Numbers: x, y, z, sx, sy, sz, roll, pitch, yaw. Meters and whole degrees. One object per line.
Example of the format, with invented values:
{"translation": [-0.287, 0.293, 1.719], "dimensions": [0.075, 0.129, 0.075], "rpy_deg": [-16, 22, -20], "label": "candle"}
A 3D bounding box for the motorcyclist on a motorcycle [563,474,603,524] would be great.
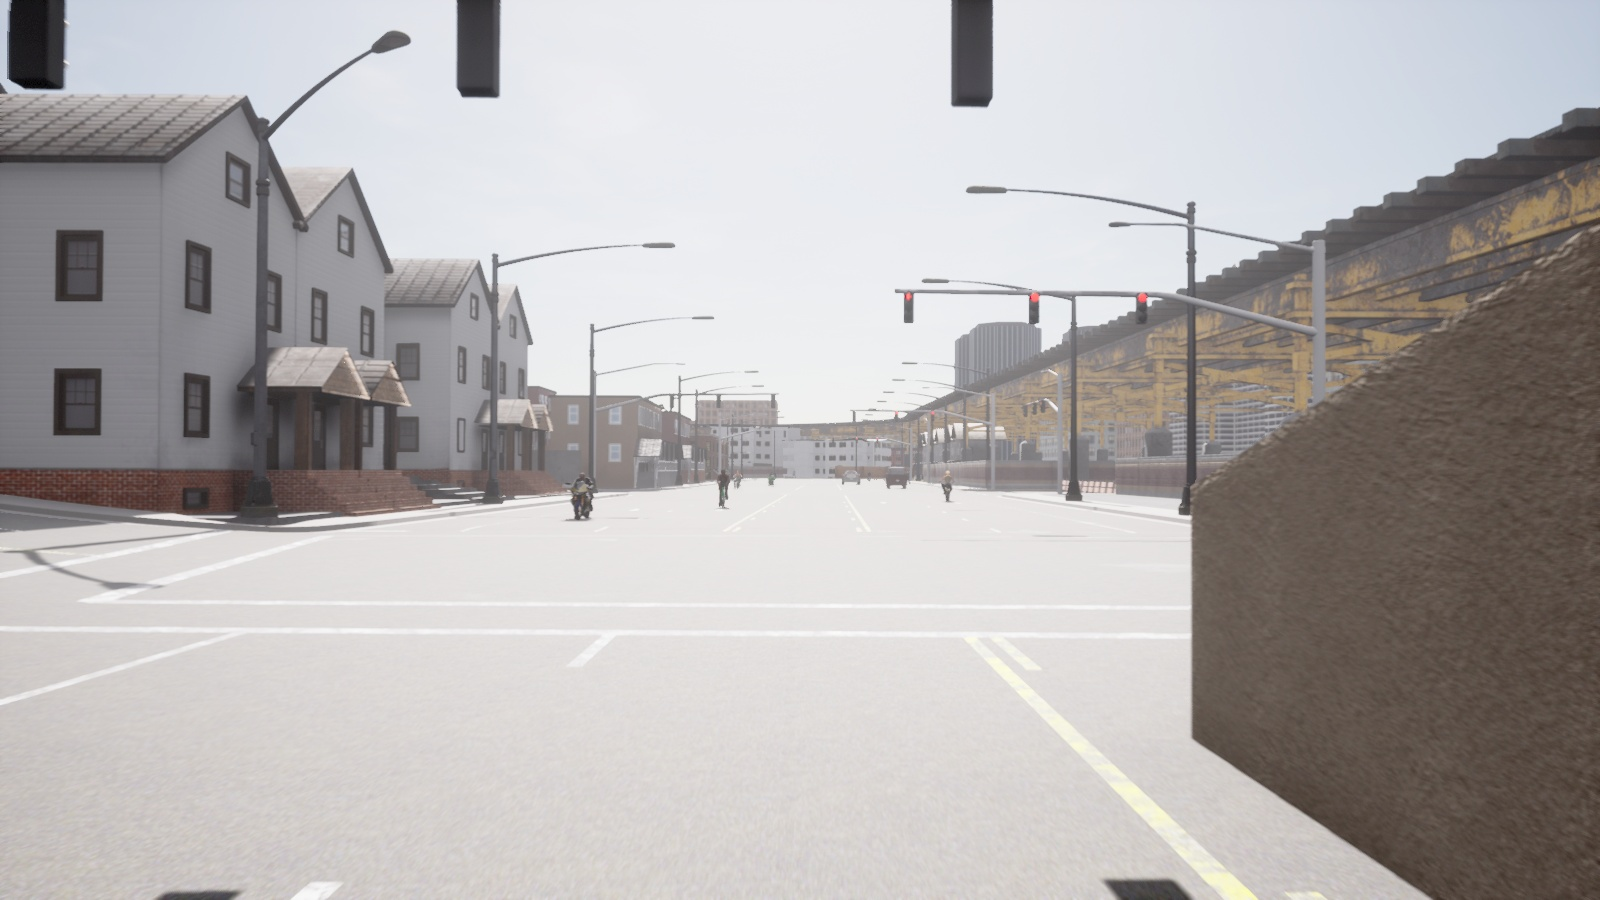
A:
{"translation": [-6.912, 1.549, 40.112], "dimensions": [0.866, 1.530, 2.191], "rpy_deg": [0, -1, 0], "label": "motorcyclist on a motorcycle"}
